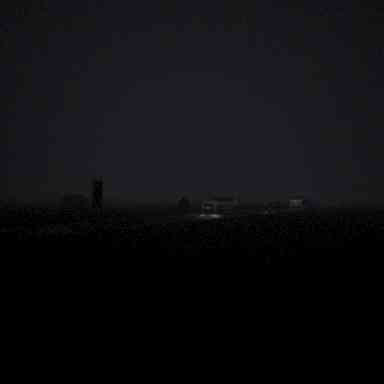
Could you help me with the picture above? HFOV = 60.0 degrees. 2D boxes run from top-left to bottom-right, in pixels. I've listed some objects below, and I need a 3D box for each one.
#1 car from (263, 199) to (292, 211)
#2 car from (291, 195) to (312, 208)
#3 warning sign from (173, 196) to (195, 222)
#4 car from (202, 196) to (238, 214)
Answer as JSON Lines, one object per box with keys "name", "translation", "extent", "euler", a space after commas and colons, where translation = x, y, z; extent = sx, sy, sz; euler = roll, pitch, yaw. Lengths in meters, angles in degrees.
{"name": "car", "translation": [11.544, 1.881, 45.451], "extent": [1.895, 1.301, 4.718], "euler": [0, -1, 37]}
{"name": "car", "translation": [17.606, 1.561, 53.684], "extent": [2.150, 2.045, 5.566], "euler": [0, 0, 37]}
{"name": "warning sign", "translation": [-0.582, 1.229, 25.118], "extent": [1.300, 1.860, 1.060], "euler": [0, 0, 37]}
{"name": "car", "translation": [3.413, 1.450, 39.371], "extent": [2.150, 2.045, 5.566], "euler": [0, 0, 37]}
